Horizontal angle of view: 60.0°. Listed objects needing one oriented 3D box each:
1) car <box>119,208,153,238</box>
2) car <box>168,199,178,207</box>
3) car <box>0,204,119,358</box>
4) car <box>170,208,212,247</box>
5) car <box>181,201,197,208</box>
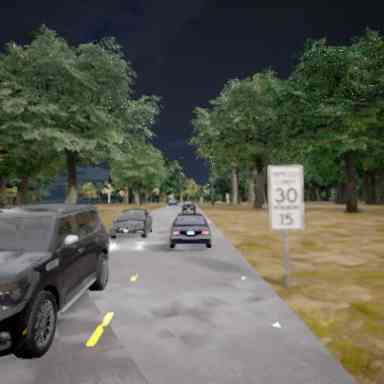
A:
[{"bbox_3d":[-3.307,1.726,19.012,1.837,1.490,4.892,0,0,0],"label":"car"},{"bbox_3d":[-3.801,2.164,66.420,1.882,1.535,5.008,0,0,0],"label":"car"},{"bbox_3d":[-3.163,1.306,6.472,2.150,2.045,5.566,0,0,-1],"label":"car"},{"bbox_3d":[-0.081,1.721,15.856,2.033,1.411,5.357,0,-1,-1],"label":"car"},{"bbox_3d":[-0.416,1.964,43.756,1.837,1.490,4.892,0,0,-1],"label":"car"}]
